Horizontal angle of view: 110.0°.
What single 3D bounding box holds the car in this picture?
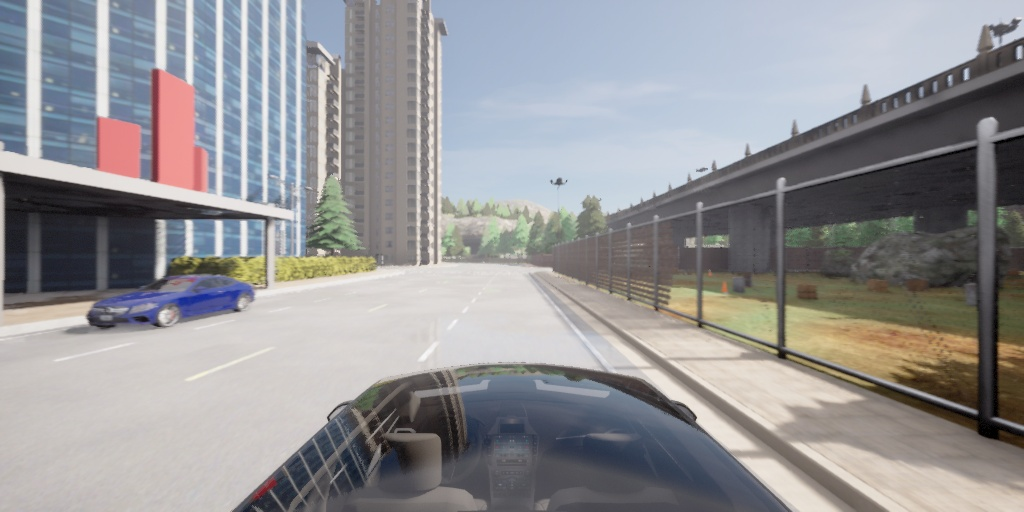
[{"bbox_3d":[-10.497,1.344,11.605,1.812,1.442,4.674,0,0,0],"label":"car"}]
